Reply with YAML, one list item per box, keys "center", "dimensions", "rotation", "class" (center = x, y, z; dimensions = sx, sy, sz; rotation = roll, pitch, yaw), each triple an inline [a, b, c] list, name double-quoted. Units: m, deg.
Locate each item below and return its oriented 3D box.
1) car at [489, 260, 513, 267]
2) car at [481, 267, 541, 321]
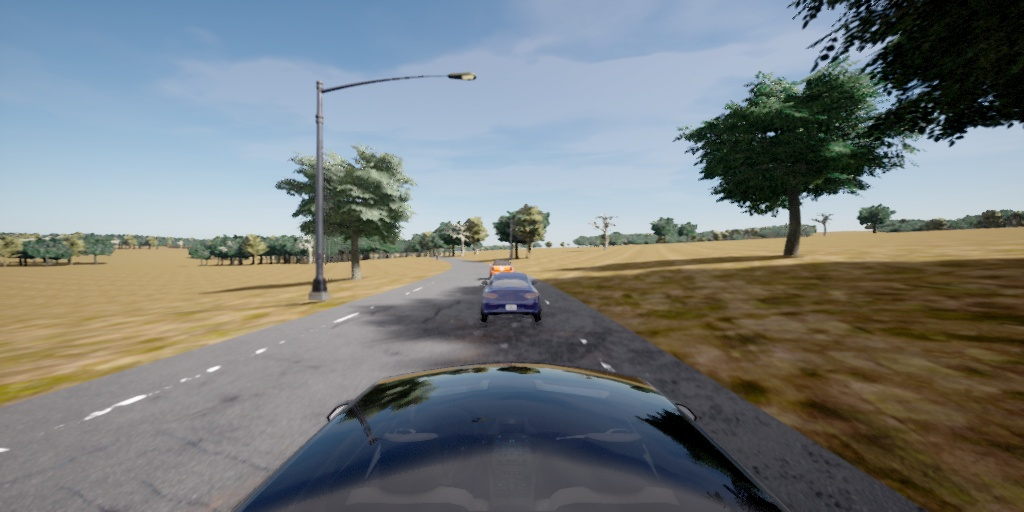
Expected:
- center: [-0.980, 1.156, 32.434]
  dimensions: [2.097, 1.767, 4.553]
  rotation: [0, 0, -4]
  class: "car"
- center: [-0.072, 1.279, 12.347]
  dimensions: [1.812, 1.442, 4.674]
  rotation: [0, 0, -1]
  class: "car"
